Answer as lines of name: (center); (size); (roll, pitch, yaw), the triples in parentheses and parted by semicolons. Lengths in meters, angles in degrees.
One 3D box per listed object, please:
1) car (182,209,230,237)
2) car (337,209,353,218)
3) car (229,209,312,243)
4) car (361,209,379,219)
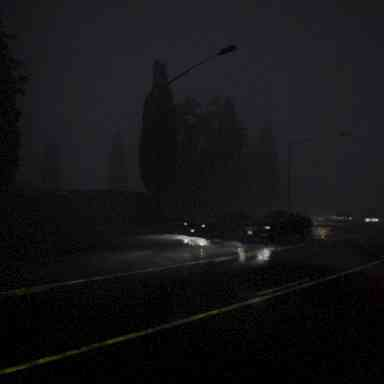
car: (1.949, 1.725, 19.536); (5.357, 1.411, 2.033); (2, -1, -44)
car: (25.247, 3.459, 55.111); (2.033, 1.411, 5.357); (1, -2, 17)
car: (4.433, 1.674, 17.170); (4.902, 1.511, 2.128); (2, -1, -44)
car: (27.957, 3.360, 52.382); (2.128, 1.511, 4.902); (1, -2, 18)
